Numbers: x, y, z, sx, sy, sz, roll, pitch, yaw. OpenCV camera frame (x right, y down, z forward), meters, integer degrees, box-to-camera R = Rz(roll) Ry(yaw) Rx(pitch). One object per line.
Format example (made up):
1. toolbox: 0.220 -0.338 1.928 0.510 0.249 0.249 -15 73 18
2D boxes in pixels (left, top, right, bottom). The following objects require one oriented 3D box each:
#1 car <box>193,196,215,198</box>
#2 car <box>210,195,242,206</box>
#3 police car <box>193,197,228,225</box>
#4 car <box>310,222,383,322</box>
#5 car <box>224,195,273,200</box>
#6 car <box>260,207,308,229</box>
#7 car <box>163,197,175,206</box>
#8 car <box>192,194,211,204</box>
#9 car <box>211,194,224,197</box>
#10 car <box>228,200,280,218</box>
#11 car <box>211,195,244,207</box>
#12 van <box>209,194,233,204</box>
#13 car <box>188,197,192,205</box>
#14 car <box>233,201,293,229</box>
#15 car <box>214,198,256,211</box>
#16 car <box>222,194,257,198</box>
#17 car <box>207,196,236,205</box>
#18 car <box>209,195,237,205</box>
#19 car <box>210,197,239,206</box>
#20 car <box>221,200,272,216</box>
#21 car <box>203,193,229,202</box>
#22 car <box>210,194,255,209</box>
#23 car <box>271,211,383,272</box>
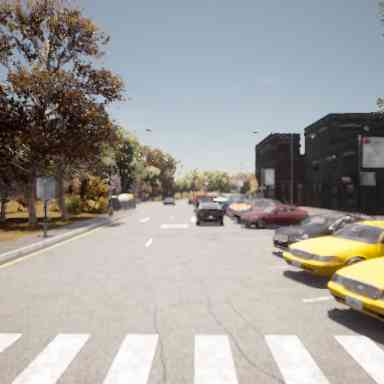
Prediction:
1. car: 1.286 1.499 34.095 1.882 1.535 5.008 0 0 0
2. car: 5.545 1.434 54.378 4.553 1.767 2.185 1 0 -20
3. police car: 1.231 1.433 24.205 1.930 1.638 5.238 0 0 0
4. car: 5.141 1.482 6.293 5.366 1.575 1.946 1 0 -20
5. car: 5.427 1.372 27.370 4.553 1.767 2.185 1 0 -20
6. car: 5.335 1.490 12.358 4.892 1.521 2.231 1 0 -20
7. car: -3.852 1.633 57.122 2.033 1.411 5.357 0 0 1
8. car: 1.323 1.258 40.126 2.150 2.045 5.566 0 0 0
9. car: 5.442 1.259 36.347 5.566 2.045 2.435 1 0 -20
10. car: 5.350 1.523 24.351 4.792 1.488 2.163 1 0 -20
11. car: 5.525 1.424 51.377 4.553 1.767 2.185 1 0 -20
12. van: 5.754 1.383 66.443 4.442 1.987 1.878 1 -1 -20
13. car: 0.241 1.588 60.163 2.128 1.511 4.902 0 0 0
14. car: 5.364 1.532 21.359 4.674 1.452 2.002 1 0 -20
15. car: 5.466 1.553 42.361 4.792 1.488 2.163 1 0 -20
16. car: 5.446 1.375 30.372 4.553 1.767 2.185 1 0 -20
17. car: 5.621 1.595 63.398 5.008 1.535 2.097 1 -1 -20
18. car: 5.647 1.458 60.395 4.553 1.767 2.185 1 0 -20
19. car: 5.596 1.612 57.386 4.674 1.452 2.002 1 0 -20
20. car: 5.429 1.545 33.368 4.674 1.452 2.002 1 0 -20
21. car: 5.704 1.406 78.435 5.566 2.045 2.435 1 0 -20
22. car: 5.493 1.279 45.363 5.566 2.045 2.435 1 0 -20
23. car: 5.146 1.483 9.294 5.366 1.575 1.946 1 0 -20
